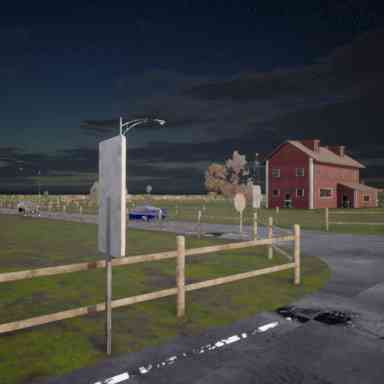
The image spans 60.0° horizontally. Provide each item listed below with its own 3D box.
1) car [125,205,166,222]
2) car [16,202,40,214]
[{"bbox_3d":[-4.461,1.943,31.118,1.882,1.535,5.008,0,-1,-43],"label":"car"},{"bbox_3d":[-23.456,2.210,47.537,2.097,1.767,4.553,0,-1,-43],"label":"car"}]
